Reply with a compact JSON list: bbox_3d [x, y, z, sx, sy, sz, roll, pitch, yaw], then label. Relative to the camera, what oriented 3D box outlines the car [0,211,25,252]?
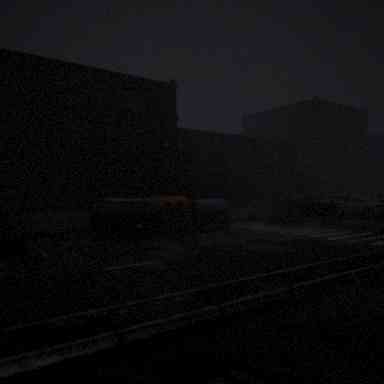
[{"bbox_3d":[-8.041,1.512,13.244,2.163,1.488,4.792,0,0,-36],"label":"car"}]

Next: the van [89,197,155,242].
[{"bbox_3d":[-3.645,1.260,16.584,1.878,1.987,4.442,0,0,-36],"label":"van"}]

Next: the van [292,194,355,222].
[{"bbox_3d":[9.927,1.229,26.050,1.878,1.987,4.442,0,0,-36],"label":"van"}]

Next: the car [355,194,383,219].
[{"bbox_3d":[14.351,1.194,29.338,2.435,2.045,5.566,0,0,-36],"label":"car"}]
